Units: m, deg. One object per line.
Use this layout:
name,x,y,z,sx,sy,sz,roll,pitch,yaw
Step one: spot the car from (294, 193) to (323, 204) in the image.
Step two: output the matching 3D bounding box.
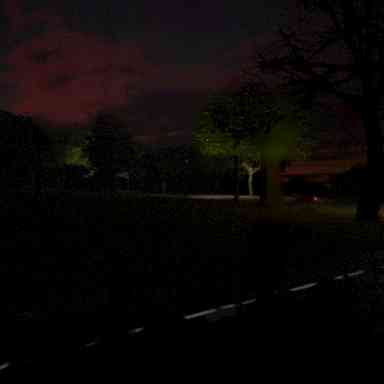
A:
car,19.611,1.033,55.978,2.097,1.767,4.553,0,2,-35
